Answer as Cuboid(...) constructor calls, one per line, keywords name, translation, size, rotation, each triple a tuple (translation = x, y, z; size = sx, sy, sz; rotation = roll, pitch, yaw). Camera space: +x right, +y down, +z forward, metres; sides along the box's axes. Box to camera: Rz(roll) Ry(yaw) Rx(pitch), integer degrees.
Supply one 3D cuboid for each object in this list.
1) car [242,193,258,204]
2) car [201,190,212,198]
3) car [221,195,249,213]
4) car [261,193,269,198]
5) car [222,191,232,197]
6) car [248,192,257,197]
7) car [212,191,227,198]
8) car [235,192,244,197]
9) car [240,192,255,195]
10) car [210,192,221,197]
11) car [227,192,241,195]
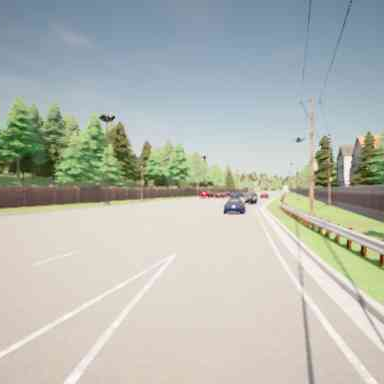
Cuboid(name="car", translation=(9.432, 1.229, 52.847), size=(1.895, 1.301, 4.718), rotation=(0, 0, 16))
Cuboid(name="car", translation=(3.748, 0.585, 84.452), size=(2.150, 2.045, 5.566), rotation=(0, 0, 16))
Cuboid(name="car", translation=(4.264, 1.327, 32.812), size=(1.994, 1.385, 4.181), rotation=(0, 0, 12))
Cuboid(name="car", translation=(19.027, 0.952, 87.013), size=(1.994, 1.385, 4.181), rotation=(0, 0, 16))
Cuboid(name="car", translation=(9.953, 0.630, 93.490), size=(1.882, 1.535, 5.008), rotation=(0, 0, 16))
Cuboid(name="car", translation=(16.686, 0.742, 91.578), size=(1.994, 1.385, 4.181), rotation=(0, 0, 16))
Cuboid(name="car", translation=(7.211, 0.732, 83.839), size=(2.097, 1.767, 4.553), rotation=(0, 0, 16))
Cuboid(name="car", translation=(13.320, 0.695, 92.535), size=(1.812, 1.442, 4.674), rotation=(0, 0, 16))
Cuboid(name="car", translation=(13.839, 0.956, 81.556), size=(2.033, 1.411, 5.357), rotation=(0, 0, 16))
Cuboid(name="car", translation=(6.586, 0.659, 94.447), size=(2.128, 1.511, 4.902), rotation=(0, 0, 16))
Cuboid(name="car", translation=(10.586, 0.948, 82.913), size=(1.994, 1.385, 4.181), rotation=(0, 0, 16))
